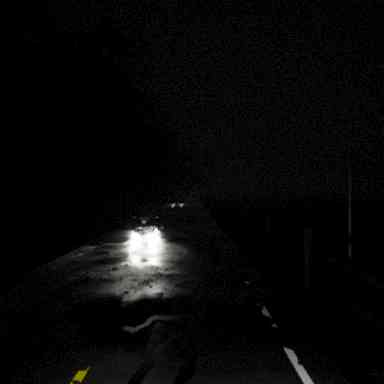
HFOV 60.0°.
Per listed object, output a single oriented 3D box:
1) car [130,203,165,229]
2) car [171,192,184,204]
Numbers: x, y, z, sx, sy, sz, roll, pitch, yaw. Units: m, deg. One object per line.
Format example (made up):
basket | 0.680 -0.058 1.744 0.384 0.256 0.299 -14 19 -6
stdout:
car | -2.847 1.522 22.167 2.128 1.511 4.902 0 0 0
car | -2.759 1.102 63.353 2.150 2.045 5.566 0 1 0
